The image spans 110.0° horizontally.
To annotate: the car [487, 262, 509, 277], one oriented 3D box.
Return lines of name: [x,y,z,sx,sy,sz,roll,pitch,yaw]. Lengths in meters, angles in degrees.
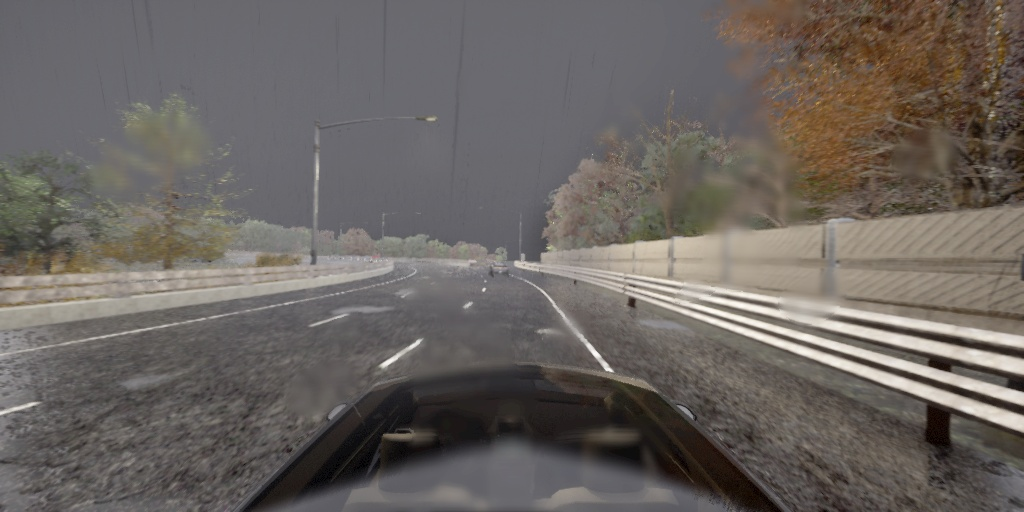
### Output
car: [-1.479,1.353,37.031,2.128,1.511,4.902,1,0,-9]
